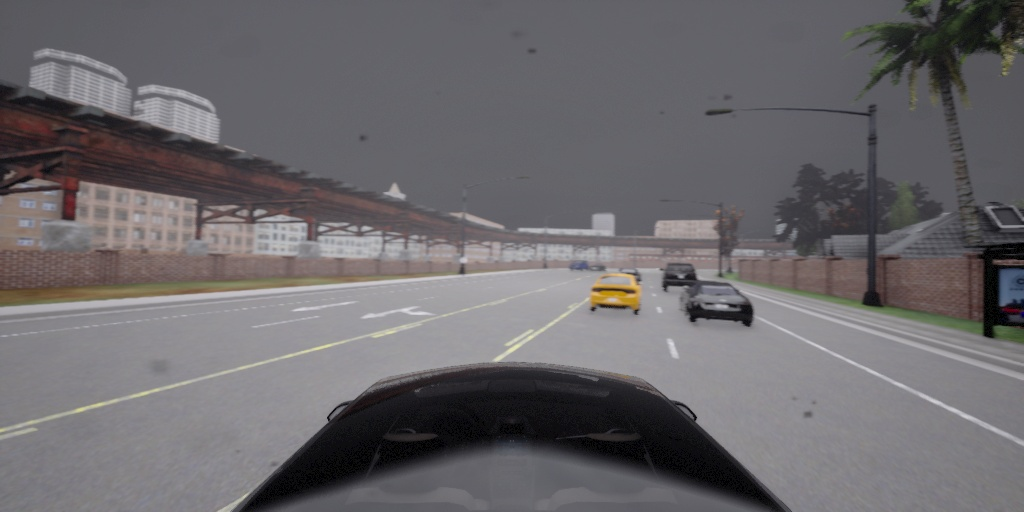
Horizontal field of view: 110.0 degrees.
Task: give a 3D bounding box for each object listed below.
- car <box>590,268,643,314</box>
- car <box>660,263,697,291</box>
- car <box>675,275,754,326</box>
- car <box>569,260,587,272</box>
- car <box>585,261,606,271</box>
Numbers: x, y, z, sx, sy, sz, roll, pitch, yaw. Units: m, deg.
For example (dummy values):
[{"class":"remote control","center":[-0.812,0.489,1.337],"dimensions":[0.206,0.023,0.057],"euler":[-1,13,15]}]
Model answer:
[{"class":"car","center":[4.628,1.512,15.725],"dimensions":[1.882,1.535,5.008],"euler":[1,0,21]},{"class":"car","center":[12.242,1.506,26.473],"dimensions":[2.150,2.045,5.566],"euler":[1,0,20]},{"class":"car","center":[7.571,1.652,13.606],"dimensions":[1.994,1.385,4.181],"euler":[1,0,21]},{"class":"car","center":[12.083,1.706,64.323],"dimensions":[2.150,2.045,5.566],"euler":[1,-1,30]},{"class":"car","center":[14.893,2.019,62.107],"dimensions":[2.128,1.511,4.902],"euler":[1,0,29]}]
